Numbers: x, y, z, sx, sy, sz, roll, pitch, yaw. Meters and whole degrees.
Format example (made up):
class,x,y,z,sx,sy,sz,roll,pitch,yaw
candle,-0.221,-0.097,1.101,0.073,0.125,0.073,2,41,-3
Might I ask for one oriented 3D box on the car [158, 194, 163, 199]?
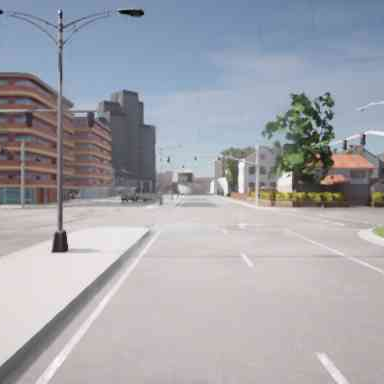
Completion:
class,x,y,z,sx,sy,sz,roll,pitch,yaw
car,-7.919,1.115,76.934,1.895,1.301,4.718,0,0,0

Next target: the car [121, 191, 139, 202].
class,x,y,z,sx,sy,sz,roll,pitch,yaw
car,-11.459,0.827,61.235,2.150,2.045,5.566,0,0,1

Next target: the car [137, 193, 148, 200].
class,x,y,z,sx,sy,sz,roll,pitch,yaw
car,-11.419,1.009,76.971,1.837,1.490,4.892,0,0,0

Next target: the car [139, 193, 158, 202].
class,x,y,z,sx,sy,sz,roll,pitch,yaw
car,-7.963,1.120,61.258,1.837,1.490,4.892,0,0,1
